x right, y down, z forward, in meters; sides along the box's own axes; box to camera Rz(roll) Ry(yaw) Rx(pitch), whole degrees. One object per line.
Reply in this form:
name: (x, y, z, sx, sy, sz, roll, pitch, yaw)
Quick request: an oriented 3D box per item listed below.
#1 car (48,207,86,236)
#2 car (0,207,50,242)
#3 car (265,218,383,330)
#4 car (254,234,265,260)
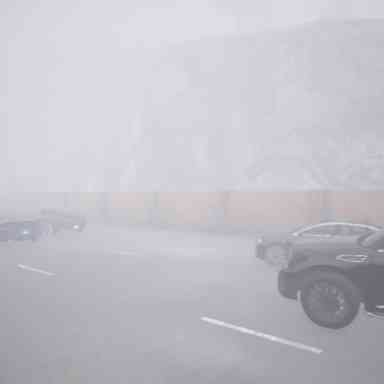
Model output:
car: (-8.185, 1.628, 19.551, 4.892, 1.490, 1.837, 0, 0, 39)
car: (-9.055, 1.583, 15.769, 5.008, 1.535, 1.882, 0, 0, 38)
car: (4.271, 1.234, 5.331, 5.566, 2.045, 2.150, -1, 0, 35)
car: (4.247, 1.528, 9.784, 4.902, 1.511, 2.128, 0, 0, 37)
